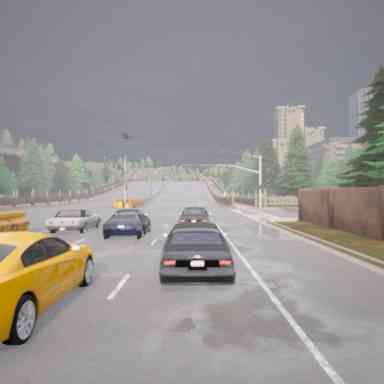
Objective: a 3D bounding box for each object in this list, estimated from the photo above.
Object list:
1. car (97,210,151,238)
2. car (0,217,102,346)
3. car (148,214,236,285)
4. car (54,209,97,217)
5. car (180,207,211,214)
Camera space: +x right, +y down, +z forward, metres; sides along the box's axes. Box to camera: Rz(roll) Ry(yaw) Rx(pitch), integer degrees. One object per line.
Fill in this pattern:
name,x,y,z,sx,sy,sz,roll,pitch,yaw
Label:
car,-3.412,1.638,18.034,1.994,1.385,4.181,0,0,0
car,-3.404,1.504,6.407,1.882,1.535,5.008,0,0,0
car,0.098,1.587,9.615,2.033,1.411,5.357,0,0,0
car,-6.913,1.682,20.004,1.895,1.301,4.718,0,0,0
car,0.192,1.630,20.393,2.033,1.411,5.357,0,0,2
